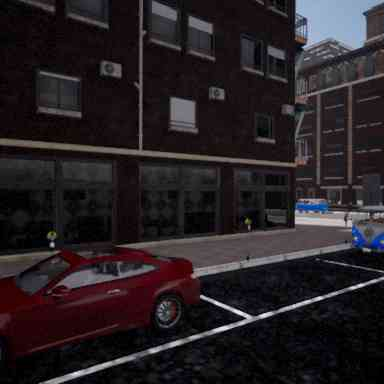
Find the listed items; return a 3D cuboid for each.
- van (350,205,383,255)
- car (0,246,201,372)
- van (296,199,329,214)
[{"bbox_3d":[7.328,1.341,11.922,3.998,1.788,1.690,0,0,-36],"label":"van"},{"bbox_3d":[-1.781,1.581,5.287,4.206,1.307,1.802,0,0,-35],"label":"car"},{"bbox_3d":[14.875,1.753,41.360,1.690,1.788,3.998,-1,0,-36],"label":"van"}]
